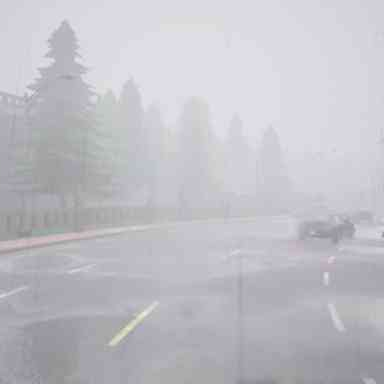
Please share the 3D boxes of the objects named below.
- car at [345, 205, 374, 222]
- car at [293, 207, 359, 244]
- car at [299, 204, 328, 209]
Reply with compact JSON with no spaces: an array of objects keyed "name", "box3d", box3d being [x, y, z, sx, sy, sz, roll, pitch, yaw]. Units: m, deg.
[{"name":"car","box3d":[14.131,1.910,28.975,4.674,1.442,1.812,1,-1,-39]},{"name":"car","box3d":[7.014,1.751,17.281,1.812,1.442,4.674,0,-1,38]},{"name":"car","box3d":[11.445,1.910,31.306,4.892,1.490,1.837,1,-1,-39]}]
